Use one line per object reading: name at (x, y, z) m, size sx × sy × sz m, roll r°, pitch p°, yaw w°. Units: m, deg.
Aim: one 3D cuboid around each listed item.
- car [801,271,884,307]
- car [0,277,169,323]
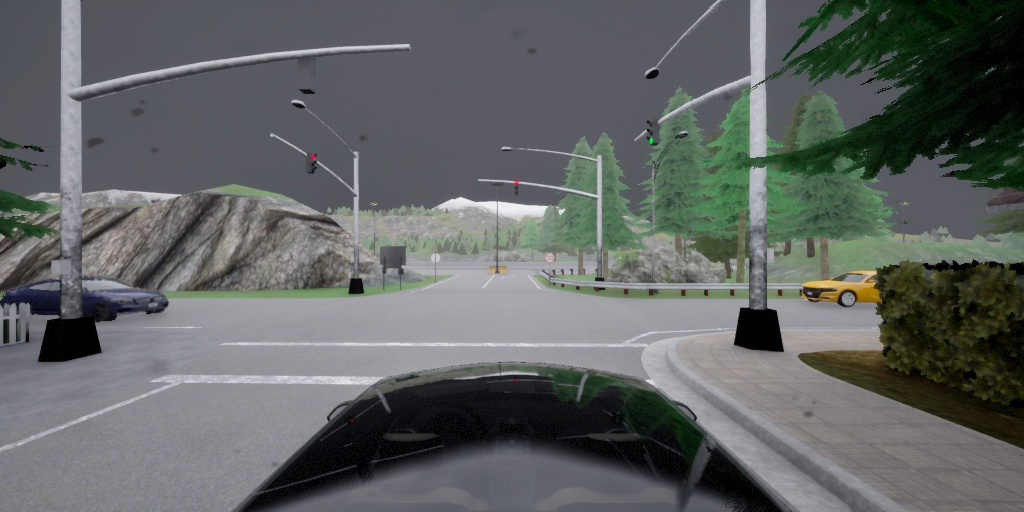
car at (15.954, 1.419, 16.193) m, size 5.008 × 1.535 × 1.882 m, roll 0°, pitch 0°, yaw 0°
car at (-14.960, 1.467, 12.652) m, size 4.674 × 1.442 × 1.812 m, roll 0°, pitch 0°, yaw 1°
